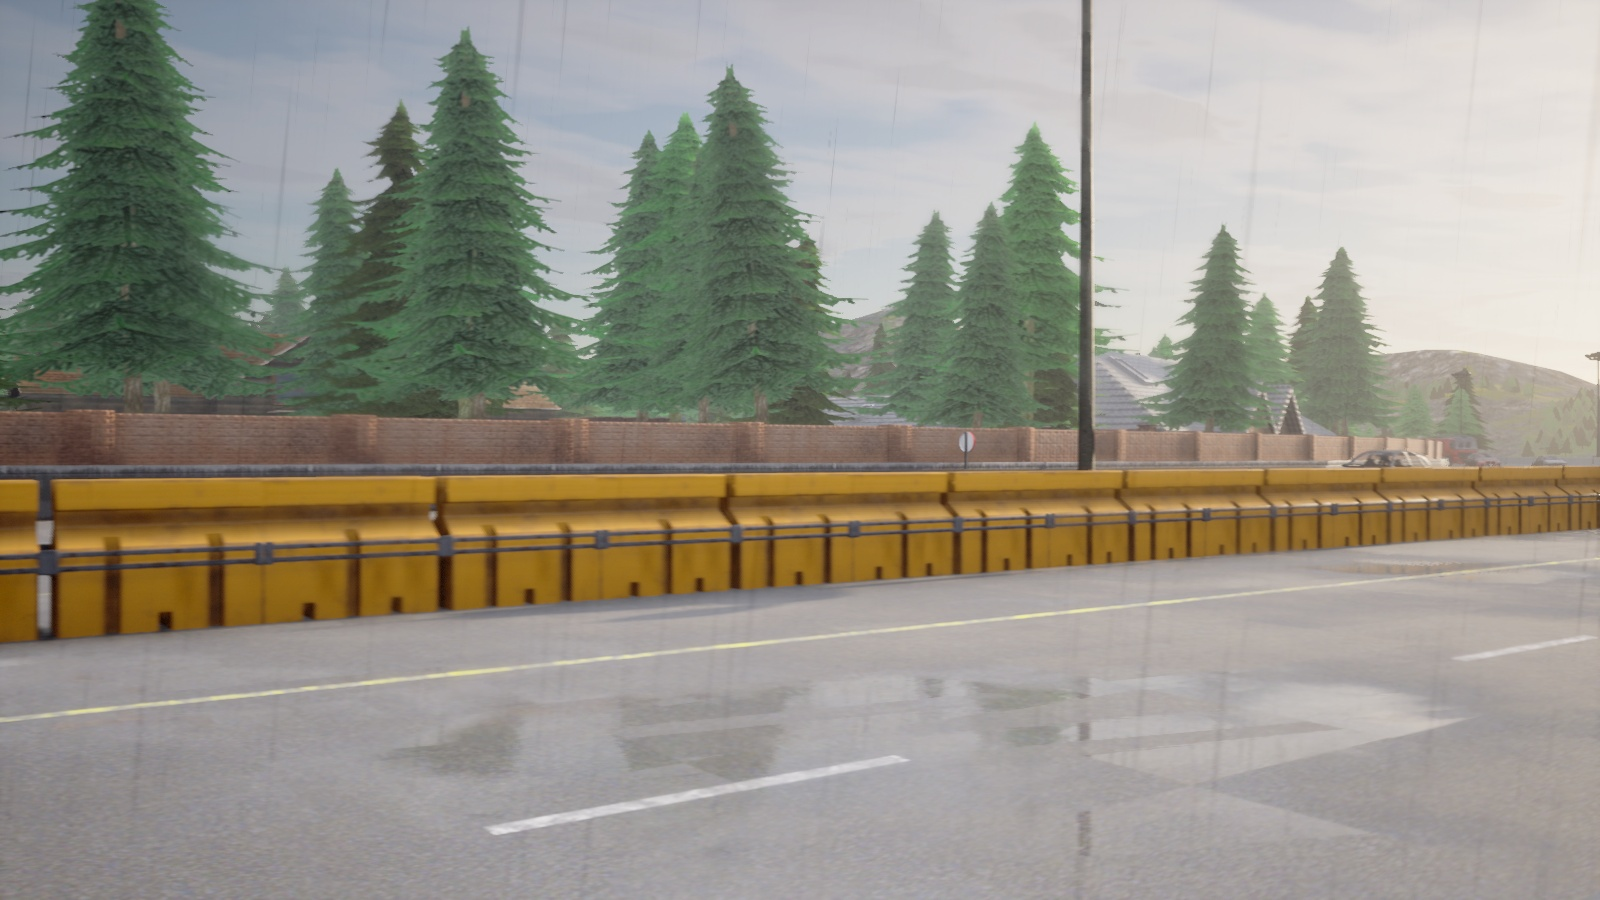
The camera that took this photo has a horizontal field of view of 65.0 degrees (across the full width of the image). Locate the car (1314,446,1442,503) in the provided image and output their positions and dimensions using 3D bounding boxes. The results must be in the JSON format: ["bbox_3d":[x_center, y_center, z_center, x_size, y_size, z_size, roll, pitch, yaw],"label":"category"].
[{"bbox_3d":[17.195,0.698,37.299,3.988,1.617,1.851,0,0,-39],"label":"car"}]
